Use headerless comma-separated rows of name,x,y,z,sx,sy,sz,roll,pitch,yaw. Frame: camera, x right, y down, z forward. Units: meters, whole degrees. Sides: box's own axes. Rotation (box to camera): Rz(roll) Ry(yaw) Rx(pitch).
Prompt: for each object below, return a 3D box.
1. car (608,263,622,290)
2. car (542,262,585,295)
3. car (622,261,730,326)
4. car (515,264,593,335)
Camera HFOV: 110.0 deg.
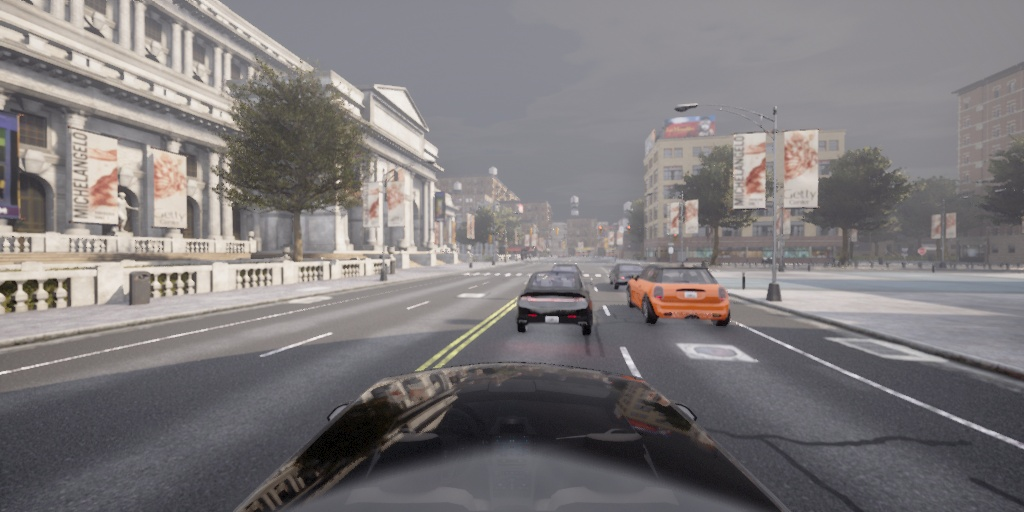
car,6.702,1.118,20.773,2.033,1.411,5.357,0,1,11
car,2.950,1.129,19.762,2.033,1.411,5.357,0,1,11
car,5.033,1.011,11.492,2.097,1.767,4.553,0,1,9
car,1.272,1.161,10.286,2.128,1.511,4.902,0,1,9
